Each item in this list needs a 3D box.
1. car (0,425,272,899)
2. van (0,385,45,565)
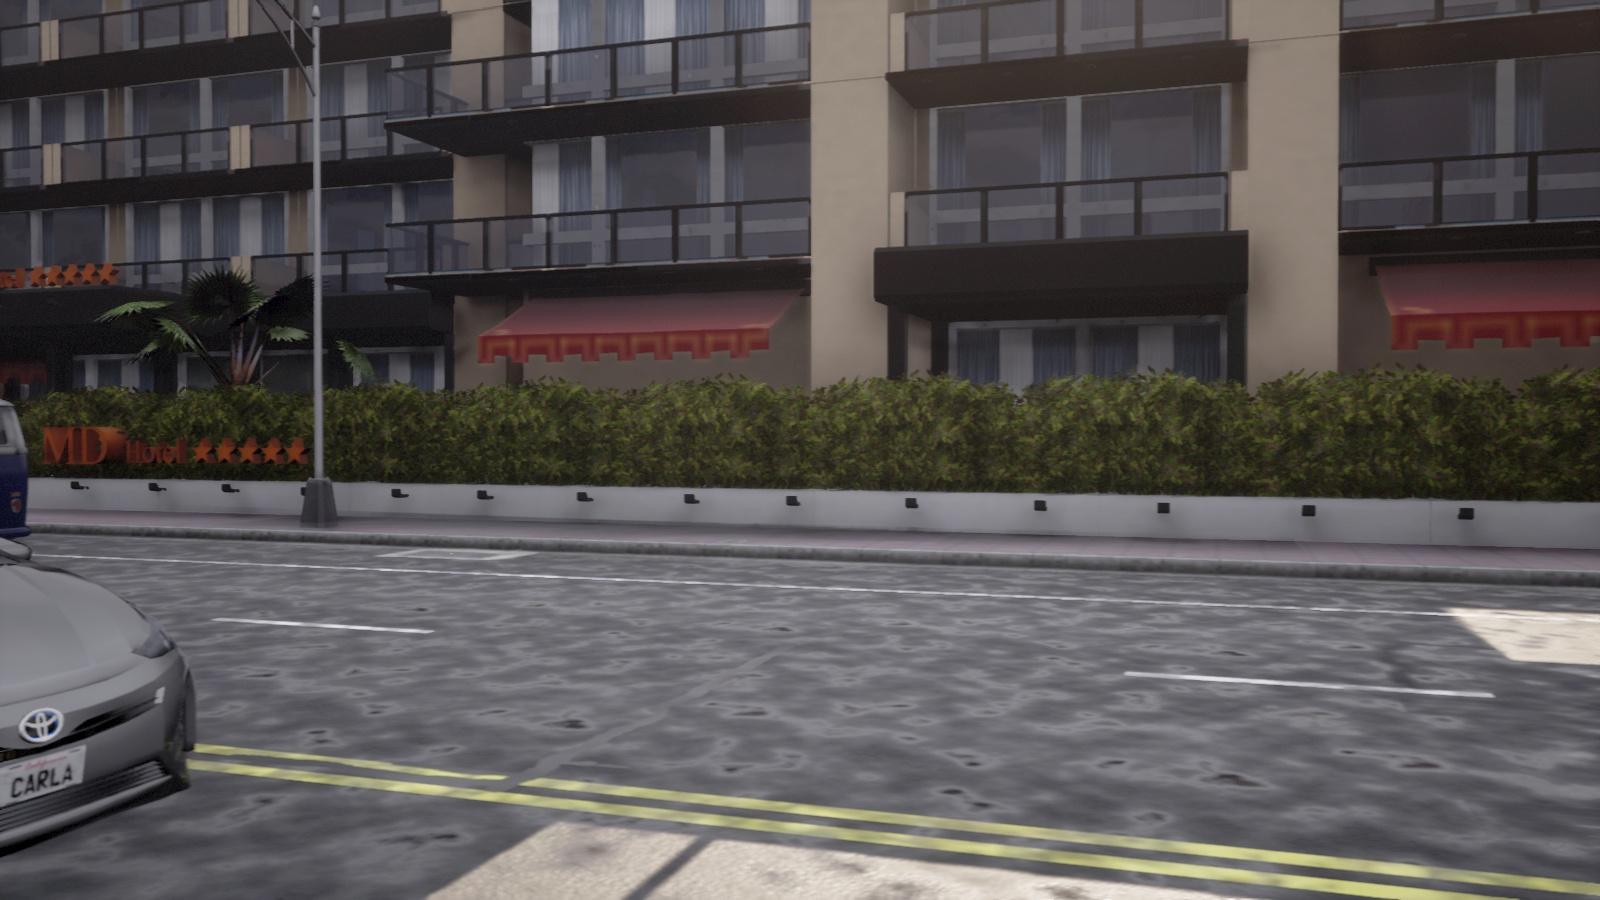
[{"bbox_3d":[-4.540,0.659,4.719,4.514,1.525,2.007,1,1,19],"label":"car"},{"bbox_3d":[-11.026,0.242,14.231,4.442,1.987,1.775,1,1,19],"label":"van"}]
